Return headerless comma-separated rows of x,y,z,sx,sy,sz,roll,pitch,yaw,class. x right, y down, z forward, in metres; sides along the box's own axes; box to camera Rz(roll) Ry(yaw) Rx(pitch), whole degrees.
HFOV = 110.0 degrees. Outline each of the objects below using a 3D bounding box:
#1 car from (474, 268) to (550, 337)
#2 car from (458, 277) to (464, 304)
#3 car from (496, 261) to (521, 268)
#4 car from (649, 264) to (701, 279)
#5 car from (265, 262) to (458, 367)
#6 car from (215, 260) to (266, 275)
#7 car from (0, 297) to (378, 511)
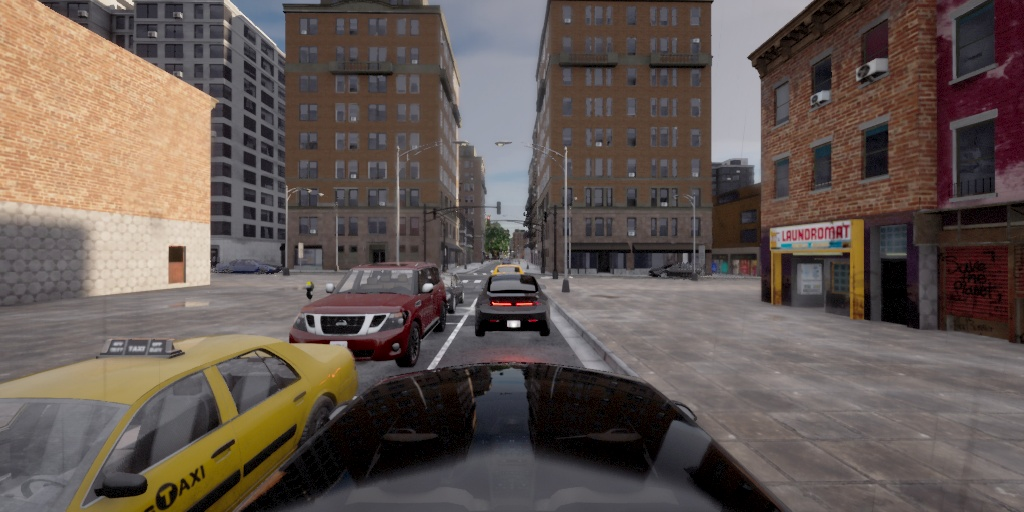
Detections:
-0.029,1.256,10.358,1.837,1.490,4.892,0,0,-2,car
-2.824,1.303,13.676,2.007,1.370,4.403,0,0,-1,car
-0.210,1.231,20.373,1.882,1.535,5.008,0,0,-1,car
16.245,1.545,35.849,4.892,1.490,1.837,1,0,-1,car
-2.728,1.066,8.062,2.192,1.841,5.009,0,0,-1,car
-23.455,1.023,32.234,5.357,1.411,2.033,1,0,-1,car
-2.629,1.275,2.279,1.751,1.417,4.829,0,0,-1,car
